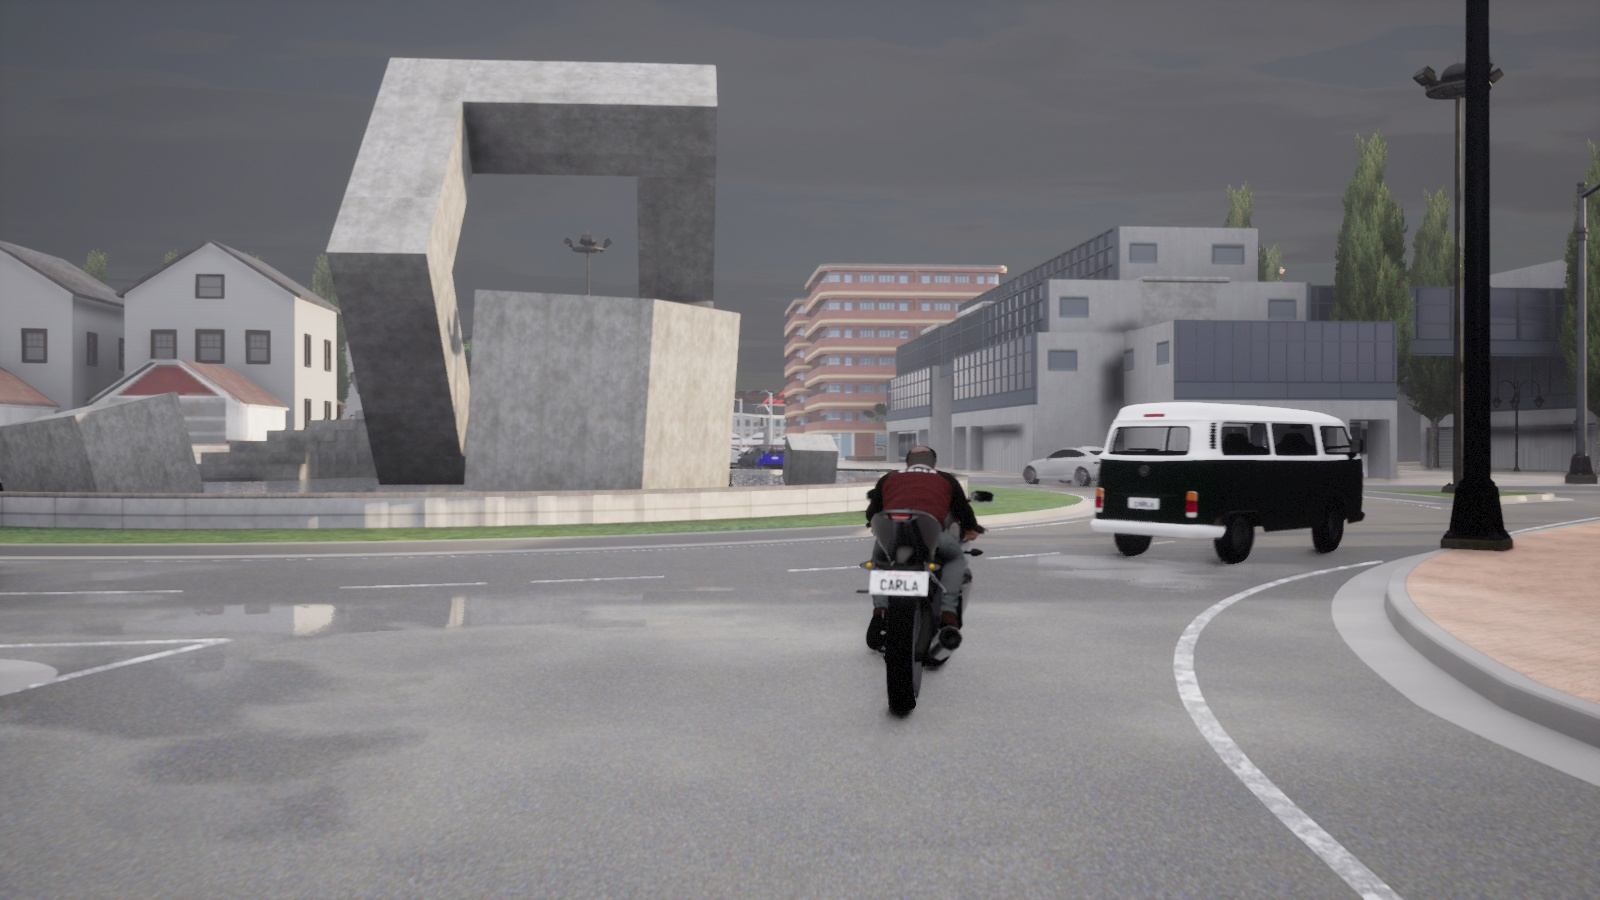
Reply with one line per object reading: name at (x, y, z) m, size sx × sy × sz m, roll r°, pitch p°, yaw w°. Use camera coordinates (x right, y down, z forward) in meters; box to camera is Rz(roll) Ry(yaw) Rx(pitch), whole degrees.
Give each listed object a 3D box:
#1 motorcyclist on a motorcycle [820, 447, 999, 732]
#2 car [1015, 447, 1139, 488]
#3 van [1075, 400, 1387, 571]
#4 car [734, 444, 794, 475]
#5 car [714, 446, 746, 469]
motorcyclist on a motorcycle at (0.762, 0.752, 7.950) m, size 0.866 × 1.530 × 2.191 m, roll 0°, pitch 0°, yaw 12°
car at (10.111, 0.603, 46.238) m, size 1.812 × 1.442 × 4.674 m, roll 0°, pitch 0°, yaw -29°
van at (5.984, 0.409, 17.172) m, size 4.480 × 2.038 × 2.069 m, roll 0°, pitch 1°, yaw -41°
car at (-1.889, 0.444, 64.558) m, size 2.007 × 1.525 × 4.514 m, roll 0°, pitch 0°, yaw -16°
car at (-4.565, 0.457, 81.134) m, size 1.812 × 1.442 × 4.674 m, roll 0°, pitch 0°, yaw -6°
